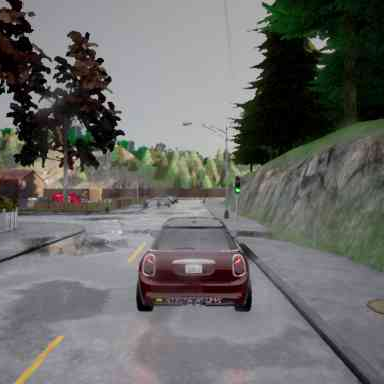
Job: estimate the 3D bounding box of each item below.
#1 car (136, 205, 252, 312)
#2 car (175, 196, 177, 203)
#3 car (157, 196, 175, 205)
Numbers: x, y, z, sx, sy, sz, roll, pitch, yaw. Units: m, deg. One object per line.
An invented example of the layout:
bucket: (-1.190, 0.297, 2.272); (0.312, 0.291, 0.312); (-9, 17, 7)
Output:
car: (0.055, 1.352, 7.891); (2.097, 1.767, 4.553); (0, 0, 1)
car: (-4.064, 1.526, 59.090); (1.812, 1.442, 4.674); (0, 0, 0)
car: (-4.087, 1.491, 49.060); (2.128, 1.511, 4.902); (0, 0, 0)
